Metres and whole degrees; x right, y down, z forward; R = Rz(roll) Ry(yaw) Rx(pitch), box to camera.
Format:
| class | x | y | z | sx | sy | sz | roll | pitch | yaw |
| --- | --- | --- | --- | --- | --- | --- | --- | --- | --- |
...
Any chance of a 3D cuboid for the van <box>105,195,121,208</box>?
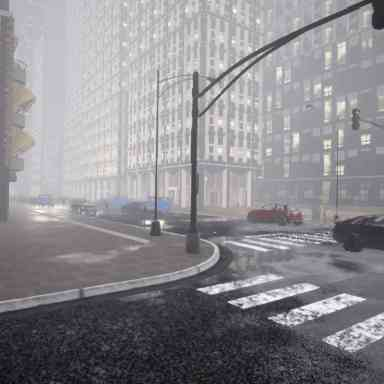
| class | x | y | z | sx | sy | sz | roll | pitch | yaw |
| --- | --- | --- | --- | --- | --- | --- | --- | --- | --- |
| van | -10.421 | 1.368 | 46.998 | 1.690 | 1.788 | 3.998 | 1 | -1 | -35 |

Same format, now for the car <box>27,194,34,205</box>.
| class | x | y | z | sx | sy | sz | roll | pitch | yaw |
| --- | --- | --- | --- | --- | --- | --- | --- | --- | --- |
| car | -23.781 | 1.432 | 51.408 | 1.802 | 1.307 | 4.206 | 1 | -1 | -35 |

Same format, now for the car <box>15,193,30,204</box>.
| class | x | y | z | sx | sy | sz | roll | pitch | yaw |
| --- | --- | --- | --- | --- | --- | --- | --- | --- | --- |
| car | -30.281 | 1.155 | 60.647 | 2.192 | 1.841 | 5.009 | 1 | -1 | -35 |

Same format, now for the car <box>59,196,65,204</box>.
| class | x | y | z | sx | sy | sz | roll | pitch | yaw |
| --- | --- | --- | --- | --- | --- | --- | --- | --- | --- |
| car | -24.014 | 1.433 | 61.795 | 1.882 | 1.535 | 5.008 | 1 | -1 | -35 |

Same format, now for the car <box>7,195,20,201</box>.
| class | x | y | z | sx | sy | sz | roll | pitch | yaw |
| --- | --- | --- | --- | --- | --- | --- | --- | --- | --- |
| car | -40.042 | 1.378 | 74.500 | 2.008 | 1.369 | 4.403 | 1 | -1 | -35 |

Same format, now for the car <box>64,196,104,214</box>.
| class | x | y | z | sx | sy | sz | roll | pitch | yaw |
| --- | --- | --- | --- | --- | --- | --- | --- | --- | --- |
| car | -10.772 | 1.427 | 32.935 | 2.008 | 1.369 | 4.403 | 1 | -1 | -35 |

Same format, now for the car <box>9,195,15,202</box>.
| class | x | y | z | sx | sy | sz | roll | pitch | yaw |
| --- | --- | --- | --- | --- | --- | --- | --- | --- | --- |
| car | -36.790 | 1.397 | 69.882 | 1.947 | 1.339 | 4.313 | 1 | -1 | -35 |

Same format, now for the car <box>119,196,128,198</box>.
| class | x | y | z | sx | sy | sz | roll | pitch | yaw |
| --- | --- | --- | --- | --- | --- | --- | --- | --- | --- |
| car | -7.173 | 1.584 | 42.378 | 2.008 | 1.369 | 4.403 | 1 | -1 | -35 |

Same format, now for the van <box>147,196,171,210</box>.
| class | x | y | z | sx | sy | sz | roll | pitch | yaw |
| --- | --- | --- | --- | --- | --- | --- | --- | --- | --- |
| van | -3.917 | 1.382 | 37.761 | 1.690 | 1.788 | 3.998 | 1 | -1 | -35 |

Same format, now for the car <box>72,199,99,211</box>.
| class | x | y | z | sx | sy | sz | roll | pitch | yaw |
| --- | --- | --- | --- | --- | --- | --- | --- | --- | --- |
| car | -13.153 | 1.518 | 40.842 | 1.895 | 1.301 | 4.718 | 1 | -1 | -35 |

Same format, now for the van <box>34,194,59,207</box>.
| class | x | y | z | sx | sy | sz | roll | pitch | yaw |
| --- | --- | --- | --- | --- | --- | --- | --- | --- | --- |
| van | -20.525 | 1.197 | 46.792 | 1.690 | 1.788 | 3.998 | 1 | -1 | -35 |

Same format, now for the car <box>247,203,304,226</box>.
| class | x | y | z | sx | sy | sz | roll | pitch | yaw |
| --- | --- | --- | --- | --- | --- | --- | --- | --- | --- |
| car | 5.839 | 1.505 | 23.905 | 1.967 | 1.590 | 4.097 | 1 | -1 | -35 |

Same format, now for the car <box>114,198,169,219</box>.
| class | x | y | z | sx | sy | sz | roll | pitch | yaw |
| --- | --- | --- | --- | --- | --- | --- | --- | --- | --- |
| car | -4.403 | 1.485 | 28.388 | 2.033 | 1.411 | 5.357 | 1 | -1 | -35 |

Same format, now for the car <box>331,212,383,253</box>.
| class | x | y | z | sx | sy | sz | roll | pitch | yaw |
| --- | --- | --- | --- | --- | --- | --- | --- | --- | --- |
| car | 7.390 | 1.498 | 11.604 | 2.128 | 1.511 | 4.902 | 0 | 0 | -35 |

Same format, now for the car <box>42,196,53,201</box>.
| class | x | y | z | sx | sy | sz | roll | pitch | yaw |
| --- | --- | --- | --- | --- | --- | --- | --- | --- | --- |
| car | -36.445 | 1.570 | 83.942 | 1.802 | 1.307 | 4.206 | 1 | -1 | -35 |
